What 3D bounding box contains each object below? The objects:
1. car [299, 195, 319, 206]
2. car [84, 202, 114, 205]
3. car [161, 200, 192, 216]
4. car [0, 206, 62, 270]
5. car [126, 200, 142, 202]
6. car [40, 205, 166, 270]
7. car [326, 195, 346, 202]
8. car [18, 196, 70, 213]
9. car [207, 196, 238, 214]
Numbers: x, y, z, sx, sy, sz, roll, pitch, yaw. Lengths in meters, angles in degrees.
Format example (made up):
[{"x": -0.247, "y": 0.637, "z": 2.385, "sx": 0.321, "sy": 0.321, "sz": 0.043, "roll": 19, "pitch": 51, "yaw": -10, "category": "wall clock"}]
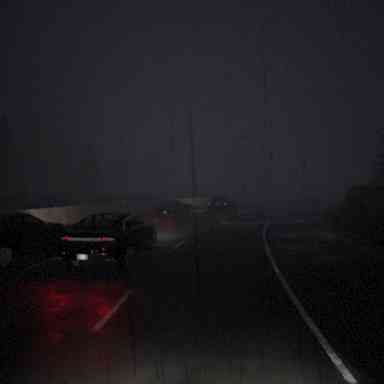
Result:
[{"x": 17.362, "y": 1.224, "z": 49.285, "sx": 1.837, "sy": 1.490, "sz": 4.892, "roll": 0, "pitch": 0, "yaw": 35, "category": "car"}, {"x": -10.214, "y": 1.251, "z": 37.170, "sx": 1.812, "sy": 1.442, "sz": 4.674, "roll": 0, "pitch": 0, "yaw": 22, "category": "car"}, {"x": -1.536, "y": 1.397, "z": 29.959, "sx": 1.895, "sy": 1.301, "sz": 4.718, "roll": 0, "pitch": 0, "yaw": 19, "category": "car"}, {"x": -5.997, "y": 1.389, "z": 10.863, "sx": 1.882, "sy": 1.535, "sz": 5.008, "roll": 0, "pitch": 0, "yaw": 7, "category": "car"}, {"x": -6.085, "y": 1.083, "z": 37.974, "sx": 2.097, "sy": 1.767, "sz": 4.553, "roll": 0, "pitch": 0, "yaw": 23, "category": "car"}, {"x": -2.481, "y": 1.412, "z": 10.830, "sx": 2.128, "sy": 1.511, "sz": 4.902, "roll": 0, "pitch": 0, "yaw": 7, "category": "car"}, {"x": 27.354, "y": 1.242, "z": 62.922, "sx": 4.718, "sy": 1.301, "sz": 1.895, "roll": 0, "pitch": 1, "yaw": -43, "category": "car"}, {"x": -15.042, "y": 1.211, "z": 34.101, "sx": 1.882, "sy": 1.535, "sz": 5.008, "roll": 0, "pitch": 0, "yaw": 20, "category": "car"}, {"x": 3.032, "y": 1.147, "z": 32.084, "sx": 2.097, "sy": 1.767, "sz": 4.553, "roll": 0, "pitch": 0, "yaw": 21, "category": "car"}]
